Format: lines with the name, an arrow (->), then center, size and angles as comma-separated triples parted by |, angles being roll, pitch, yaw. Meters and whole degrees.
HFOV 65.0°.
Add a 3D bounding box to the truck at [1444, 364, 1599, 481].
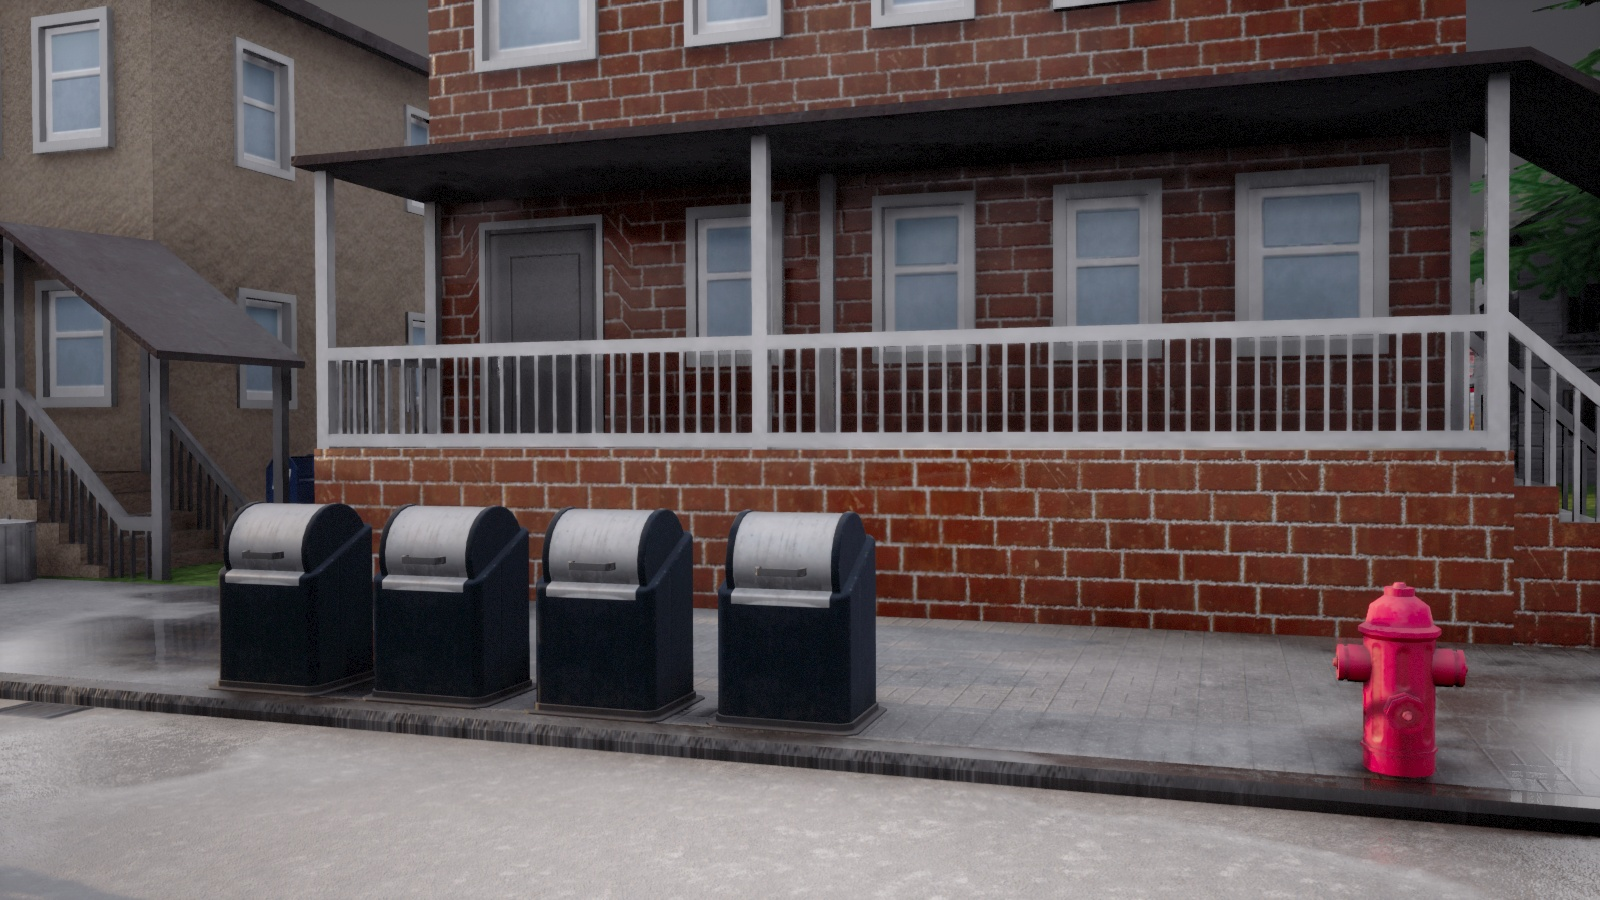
truck -> 26.759, -0.918, 42.503 | 8.468, 3.827, 2.891 | 1, 1, 18
